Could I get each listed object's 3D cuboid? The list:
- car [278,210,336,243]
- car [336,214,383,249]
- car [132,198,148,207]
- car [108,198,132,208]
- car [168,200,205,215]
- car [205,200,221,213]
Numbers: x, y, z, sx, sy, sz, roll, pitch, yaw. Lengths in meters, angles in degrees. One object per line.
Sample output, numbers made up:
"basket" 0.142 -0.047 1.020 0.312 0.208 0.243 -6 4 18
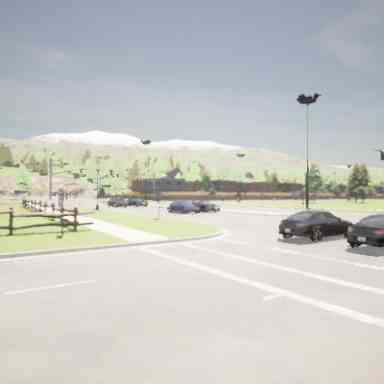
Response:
"car" 6.336 1.654 16.870 4.674 1.442 1.812 1 0 -36
"car" 8.338 1.653 13.996 4.674 1.442 1.812 1 0 -35
"car" -8.929 1.732 54.614 2.128 1.511 4.902 1 0 -35
"car" -11.793 1.728 52.602 1.837 1.490 4.892 1 0 -35
"car" -0.955 1.704 37.030 1.812 1.442 4.674 1 0 -35
"car" 1.448 1.700 39.672 2.128 1.511 4.902 1 0 -35
